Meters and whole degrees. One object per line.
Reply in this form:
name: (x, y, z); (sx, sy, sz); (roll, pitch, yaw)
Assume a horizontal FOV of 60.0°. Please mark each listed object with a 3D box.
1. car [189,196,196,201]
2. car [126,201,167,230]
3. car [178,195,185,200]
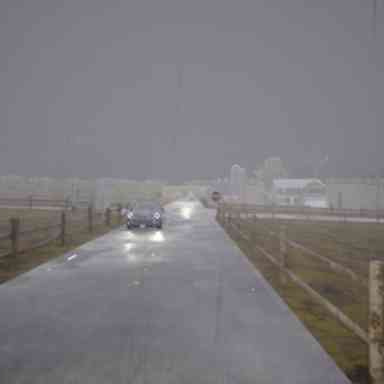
car: (0.027, 1.777, 93.200); (2.033, 1.411, 5.357); (0, 0, 0)
car: (-2.792, 1.357, 21.166); (2.097, 1.767, 4.553); (0, 0, 1)
car: (-2.725, 1.378, 88.642); (2.033, 1.411, 5.357); (0, 0, 0)
